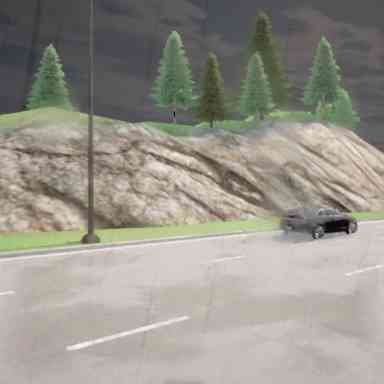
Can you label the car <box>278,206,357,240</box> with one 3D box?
[{"bbox_3d":[6.526,1.487,17.011,4.902,1.511,2.128,0,0,-36],"label":"car"}]
